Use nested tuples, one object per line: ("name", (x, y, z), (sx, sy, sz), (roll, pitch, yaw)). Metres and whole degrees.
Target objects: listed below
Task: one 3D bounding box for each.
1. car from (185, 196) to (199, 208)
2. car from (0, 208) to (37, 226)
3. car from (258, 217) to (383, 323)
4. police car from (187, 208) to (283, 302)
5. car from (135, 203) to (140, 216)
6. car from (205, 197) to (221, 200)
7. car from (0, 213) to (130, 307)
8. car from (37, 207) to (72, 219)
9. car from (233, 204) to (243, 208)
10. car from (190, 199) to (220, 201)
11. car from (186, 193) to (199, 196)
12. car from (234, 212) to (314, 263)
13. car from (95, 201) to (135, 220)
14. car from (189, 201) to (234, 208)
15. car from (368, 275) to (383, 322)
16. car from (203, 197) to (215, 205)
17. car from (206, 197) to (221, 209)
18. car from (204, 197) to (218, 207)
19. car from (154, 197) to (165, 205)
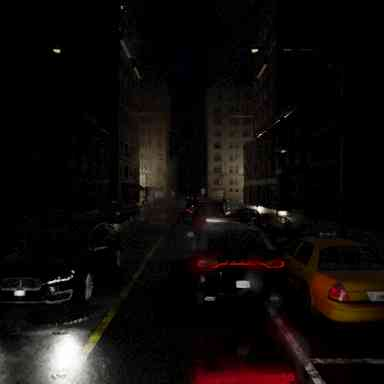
("car", (0.076, 1.575, 46.267), (1.895, 1.301, 4.718), (0, 0, 1))
("car", (-5.673, 1.313, 7.121), (2.192, 1.841, 5.009), (-1, 0, 0))
("car", (2.864, 1.523, 7.280), (1.752, 1.417, 4.829), (-1, 0, 0))
("police car", (0.908, 1.423, 8.449), (1.930, 1.638, 5.238), (0, 0, 0))
("car", (-5.640, 1.570, 29.464), (1.802, 1.307, 4.206), (-1, 0, 0))
("car", (2.916, 1.530, 40.625), (2.008, 1.369, 4.403), (-1, 0, 0))
("car", (-2.992, 1.502, 8.207), (1.837, 1.490, 4.892), (0, 0, 0))
("car", (-5.664, 1.436, 12.707), (1.967, 1.590, 4.097), (-1, 0, 0))
("car", (2.881, 1.559, 18.281), (1.947, 1.339, 4.313), (-1, 0, 0))
("car", (0.928, 1.496, 24.340), (1.837, 1.490, 4.892), (0, 0, 0))
("car", (0.075, 1.182, 59.545), (2.150, 2.045, 5.566), (0, 0, 0))
("car", (2.873, 1.561, 12.695), (1.947, 1.339, 4.313), (-1, 0, 0))
("car", (-5.649, 1.431, 23.878), (1.967, 1.590, 4.097), (-1, 0, 0))
("car", (0.921, 1.471, 18.340), (1.882, 1.535, 5.008), (0, 0, 0))
("car", (2.856, 1.581, 1.523), (1.802, 1.307, 4.206), (-1, 0, 0))
("car", (2.941, 1.544, 57.382), (1.802, 1.307, 4.206), (-1, 0, 0))
("car", (2.924, 1.499, 46.380), (1.752, 1.417, 4.829), (-1, 0, 0))
("car", (2.933, 1.534, 51.797), (1.947, 1.339, 4.313), (-1, 0, 0))
("car", (-5.604, 1.507, 57.392), (1.887, 1.381, 4.507), (-1, 0, 0))
